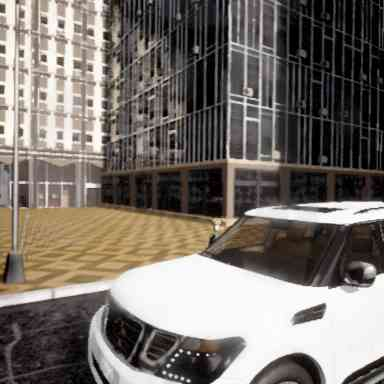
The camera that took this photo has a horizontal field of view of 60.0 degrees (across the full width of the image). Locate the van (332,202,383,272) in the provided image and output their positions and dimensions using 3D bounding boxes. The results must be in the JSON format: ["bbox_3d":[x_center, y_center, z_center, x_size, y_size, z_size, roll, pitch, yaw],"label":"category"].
[{"bbox_3d":[6.498,1.263,10.644,3.998,1.788,1.690,0,1,-32],"label":"van"}]

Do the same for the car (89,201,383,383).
[{"bbox_3d":[1.602,1.181,4.353,5.566,2.045,2.150,0,1,-32],"label":"car"}]
